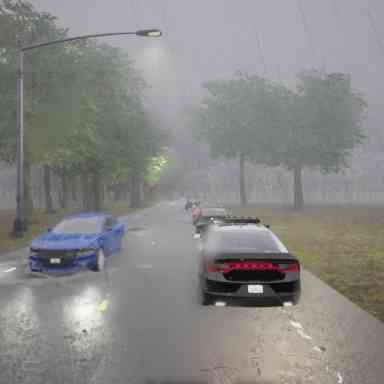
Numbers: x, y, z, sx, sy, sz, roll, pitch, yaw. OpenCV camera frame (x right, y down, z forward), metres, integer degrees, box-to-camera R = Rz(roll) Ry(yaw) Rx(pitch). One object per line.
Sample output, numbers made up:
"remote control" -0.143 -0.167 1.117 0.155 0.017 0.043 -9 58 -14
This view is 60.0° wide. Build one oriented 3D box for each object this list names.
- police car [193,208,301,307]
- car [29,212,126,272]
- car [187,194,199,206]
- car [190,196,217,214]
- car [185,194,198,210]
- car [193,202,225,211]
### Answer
"police car" 1.073 1.423 8.168 1.930 1.638 5.238 0 0 0
"car" -3.469 1.475 10.945 1.882 1.535 5.008 0 0 0
"car" 0.171 1.462 59.505 2.150 2.045 5.566 0 -1 0
"car" 1.118 1.356 24.032 2.097 1.767 4.553 0 0 0
"car" 0.176 1.471 45.518 2.097 1.767 4.553 0 0 1
"car" 1.101 1.503 18.059 1.837 1.490 4.892 0 0 0
